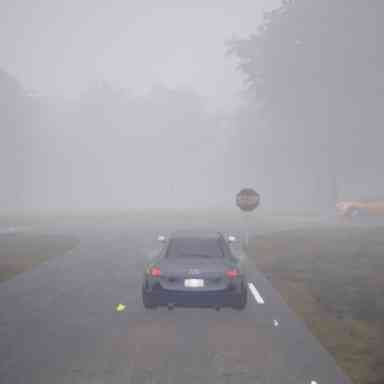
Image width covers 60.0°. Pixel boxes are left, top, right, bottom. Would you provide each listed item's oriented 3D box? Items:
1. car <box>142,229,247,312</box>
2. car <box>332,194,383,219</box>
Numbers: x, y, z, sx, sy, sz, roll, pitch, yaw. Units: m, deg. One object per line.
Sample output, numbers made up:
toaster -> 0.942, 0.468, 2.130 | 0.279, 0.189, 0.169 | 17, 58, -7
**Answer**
car -> 0.097, 1.534, 7.763 | 1.994, 1.385, 4.181 | 0, 0, 2
car -> 12.630, 0.974, 24.066 | 4.553, 1.767, 2.097 | -1, 1, 0
